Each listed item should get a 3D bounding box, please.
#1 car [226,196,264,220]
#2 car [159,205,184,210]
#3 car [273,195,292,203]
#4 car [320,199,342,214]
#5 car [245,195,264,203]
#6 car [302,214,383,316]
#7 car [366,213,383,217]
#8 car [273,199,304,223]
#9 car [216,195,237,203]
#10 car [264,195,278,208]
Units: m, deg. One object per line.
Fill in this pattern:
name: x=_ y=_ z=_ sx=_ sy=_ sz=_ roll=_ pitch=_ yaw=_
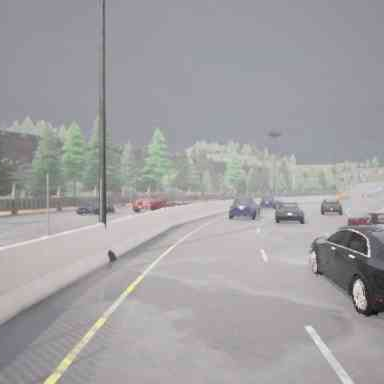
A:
car: x=4.499 y=1.287 z=27.847 sx=2.097 sy=1.767 sz=4.553 roll=0 pitch=0 yaw=17
car: x=-1.701 y=1.523 z=32.007 sx=1.895 sy=1.301 sz=4.718 roll=0 pitch=0 yaw=19
car: x=18.418 y=1.355 z=67.878 sx=2.128 sy=1.511 sz=4.902 roll=0 pitch=0 yaw=36
car: x=13.816 y=1.409 z=33.003 sx=2.128 sy=1.511 sz=4.902 roll=0 pitch=0 yaw=22
car: x=12.388 y=1.403 z=65.573 sx=1.994 sy=1.385 sz=4.181 roll=0 pitch=0 yaw=36
car: x=4.055 y=1.487 z=7.360 sx=1.837 sy=1.490 sz=4.892 roll=0 pitch=0 yaw=4
car: x=8.513 y=1.565 z=14.818 sx=1.895 sy=1.301 sz=4.718 roll=0 pitch=0 yaw=10
car: x=7.337 y=1.503 z=24.967 sx=1.994 sy=1.385 sz=4.181 roll=0 pitch=0 yaw=16
car: x=6.704 y=1.351 z=63.655 sx=1.837 sy=1.490 sz=4.892 roll=0 pitch=0 yaw=35
car: x=9.942 y=1.252 z=41.605 sx=2.097 sy=1.767 sz=4.553 roll=0 pitch=0 yaw=28
